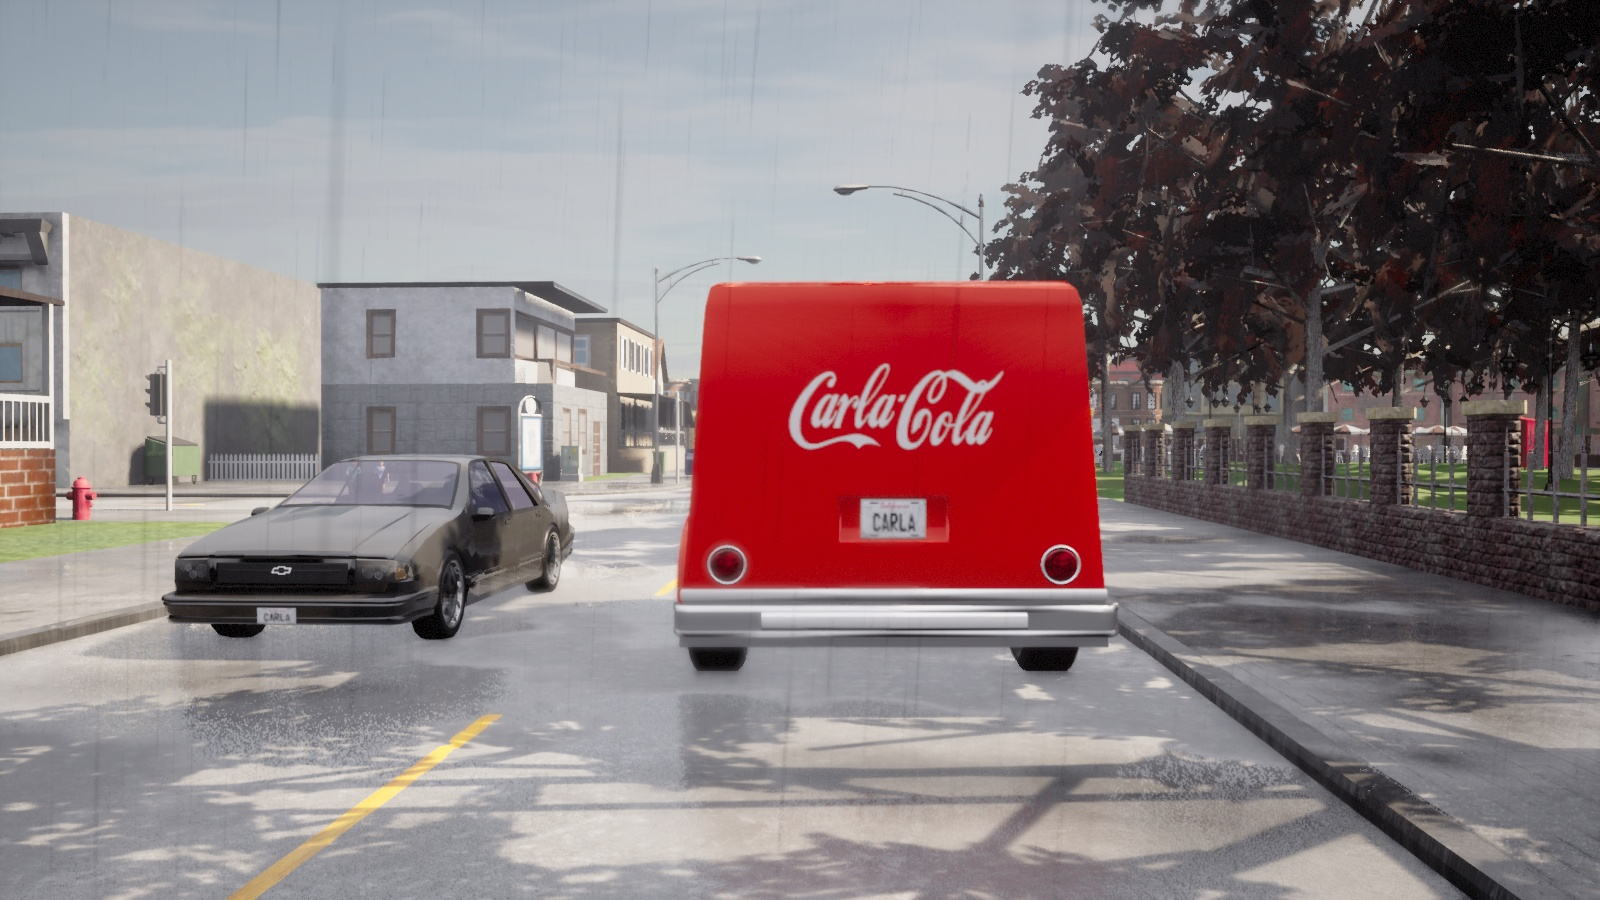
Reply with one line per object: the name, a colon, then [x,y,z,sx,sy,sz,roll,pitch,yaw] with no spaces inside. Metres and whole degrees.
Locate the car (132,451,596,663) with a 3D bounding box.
car: [-3.439,0.728,11.295,2.033,1.411,5.357,0,0,4]

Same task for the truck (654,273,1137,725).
truck: [0.537,0.220,9.458,2.627,2.467,5.204,0,1,0]
